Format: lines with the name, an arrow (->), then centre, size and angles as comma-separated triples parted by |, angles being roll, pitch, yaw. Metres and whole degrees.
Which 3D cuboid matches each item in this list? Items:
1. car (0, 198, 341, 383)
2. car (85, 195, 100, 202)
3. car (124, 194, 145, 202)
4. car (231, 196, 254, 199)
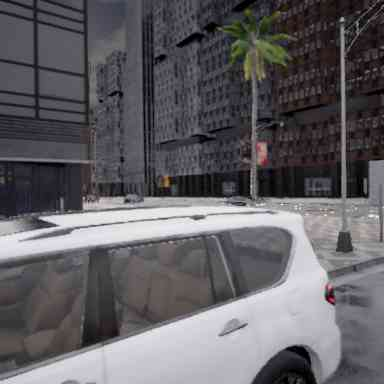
car -> -1.133, 1.211, 2.567 | 5.566, 2.045, 2.150 | -1, 1, -36
car -> -22.059, 1.347, 73.574 | 2.097, 1.767, 4.553 | -1, 0, -36
car -> -9.909, 1.167, 56.906 | 2.097, 1.767, 4.553 | -1, 0, -36
car -> 5.634, 1.197, 35.593 | 1.837, 1.490, 4.892 | -1, 2, -36
